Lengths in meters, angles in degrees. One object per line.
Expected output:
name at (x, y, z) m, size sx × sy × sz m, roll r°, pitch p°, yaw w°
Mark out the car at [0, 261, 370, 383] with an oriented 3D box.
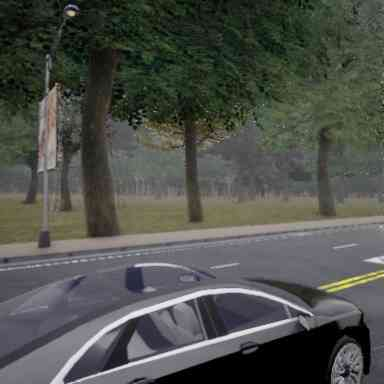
car at (-0.080, 1.502, 3.383) m, size 4.902 × 1.511 × 2.128 m, roll 0°, pitch 0°, yaw -36°
